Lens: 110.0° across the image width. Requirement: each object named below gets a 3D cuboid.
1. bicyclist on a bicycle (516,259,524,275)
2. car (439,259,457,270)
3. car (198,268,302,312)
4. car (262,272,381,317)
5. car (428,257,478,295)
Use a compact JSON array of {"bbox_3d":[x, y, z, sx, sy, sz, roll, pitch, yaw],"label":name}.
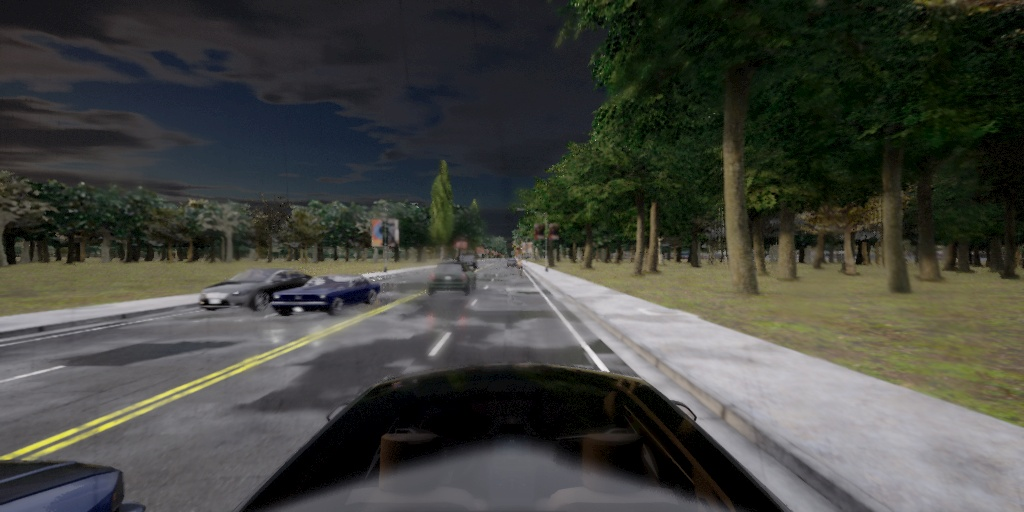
[{"bbox_3d":[0.910,1.199,37.792,0.866,1.612,1.509,0,0,0],"label":"bicyclist on a bicycle"},{"bbox_3d":[-9.804,1.276,55.434,1.837,1.490,4.892,0,0,0],"label":"car"},{"bbox_3d":[-9.848,1.243,14.343,2.128,1.511,4.902,0,0,0],"label":"car"},{"bbox_3d":[-6.600,1.353,13.286,1.895,1.301,4.718,0,0,0],"label":"car"},{"bbox_3d":[-3.149,1.106,19.763,2.097,1.767,4.553,0,0,0],"label":"car"}]
